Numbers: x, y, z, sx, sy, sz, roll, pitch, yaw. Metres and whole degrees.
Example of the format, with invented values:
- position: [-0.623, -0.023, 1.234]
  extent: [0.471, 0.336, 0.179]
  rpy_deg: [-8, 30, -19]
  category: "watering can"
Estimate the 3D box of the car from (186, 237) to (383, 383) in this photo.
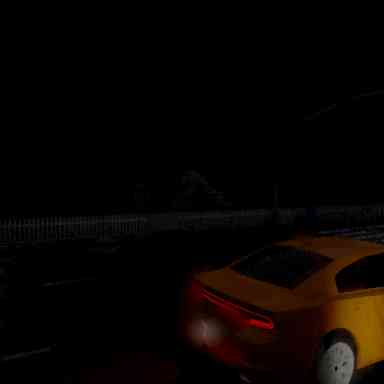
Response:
- position: [2.347, 1.434, 5.005]
  extent: [5.008, 1.535, 1.882]
  rpy_deg: [0, 1, -28]
  category: "car"
